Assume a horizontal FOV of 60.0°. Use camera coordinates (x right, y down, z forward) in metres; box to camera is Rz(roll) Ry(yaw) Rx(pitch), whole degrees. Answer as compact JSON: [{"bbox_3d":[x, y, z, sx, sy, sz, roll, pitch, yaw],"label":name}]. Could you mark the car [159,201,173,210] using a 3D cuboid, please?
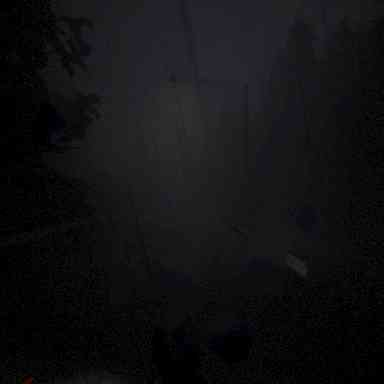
[{"bbox_3d":[-3.934,2.048,51.138,2.033,1.411,5.357,0,-1,1],"label":"car"}]
